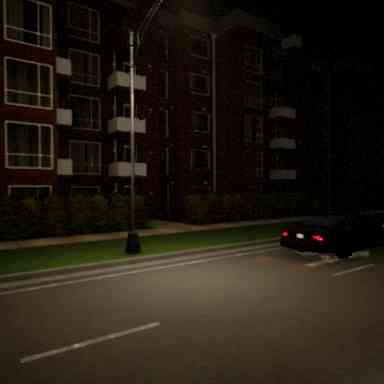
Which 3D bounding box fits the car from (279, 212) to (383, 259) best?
[{"bbox_3d":[5.512,1.430,12.073,5.357,1.411,2.033,-1,0,-35],"label":"car"}]
